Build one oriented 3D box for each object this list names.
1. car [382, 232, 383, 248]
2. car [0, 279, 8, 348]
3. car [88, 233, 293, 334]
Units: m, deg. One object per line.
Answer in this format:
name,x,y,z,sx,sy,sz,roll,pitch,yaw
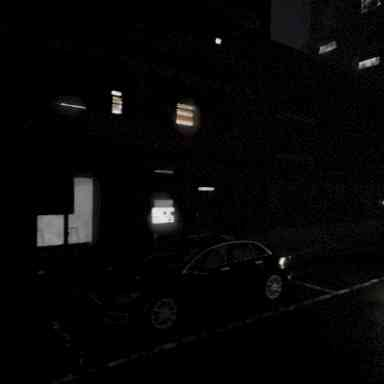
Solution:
car,9.254,1.570,13.139,4.313,1.339,1.947,0,1,-35
car,-4.353,1.566,3.441,4.313,1.339,1.947,0,1,-35
car,0.183,1.552,6.673,4.403,1.369,2.008,0,1,-35
